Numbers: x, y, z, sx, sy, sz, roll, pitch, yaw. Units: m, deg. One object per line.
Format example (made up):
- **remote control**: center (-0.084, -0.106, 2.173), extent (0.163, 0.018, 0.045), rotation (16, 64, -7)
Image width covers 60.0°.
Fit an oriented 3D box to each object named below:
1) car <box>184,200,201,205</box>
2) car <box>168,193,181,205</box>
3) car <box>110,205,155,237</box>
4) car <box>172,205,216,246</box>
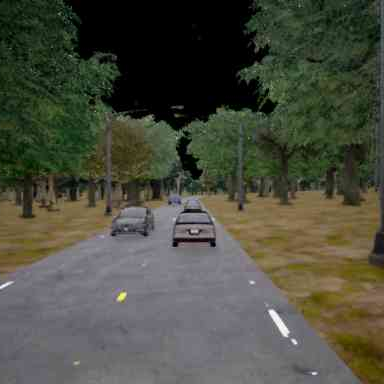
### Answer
- **car**: center (0.090, 1.588, 37.472), extent (1.994, 1.385, 4.181), rotation (0, 0, 0)
- **car**: center (-3.049, 1.283, 58.952), extent (2.150, 2.045, 5.566), rotation (0, 0, 1)
- **car**: center (-3.102, 1.510, 18.099), extent (1.837, 1.490, 4.892), rotation (0, 0, 0)
- **car**: center (0.091, 1.550, 15.205), extent (2.033, 1.411, 5.357), rotation (0, 0, 0)
